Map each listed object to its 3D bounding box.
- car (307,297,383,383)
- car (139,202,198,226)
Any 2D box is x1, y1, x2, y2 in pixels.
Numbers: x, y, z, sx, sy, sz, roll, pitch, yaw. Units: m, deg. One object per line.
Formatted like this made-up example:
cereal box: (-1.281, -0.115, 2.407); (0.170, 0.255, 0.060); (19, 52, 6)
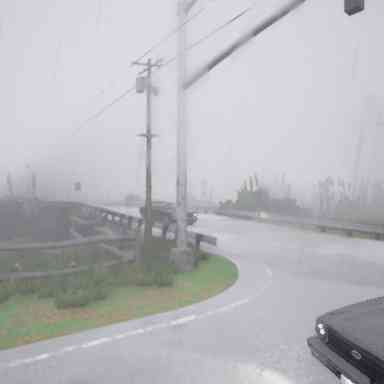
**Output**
car: (4.216, 1.630, 3.974); (5.357, 1.411, 2.033); (1, 0, -12)
car: (-1.567, 1.317, 20.901); (1.895, 1.301, 4.718); (1, 2, -32)
